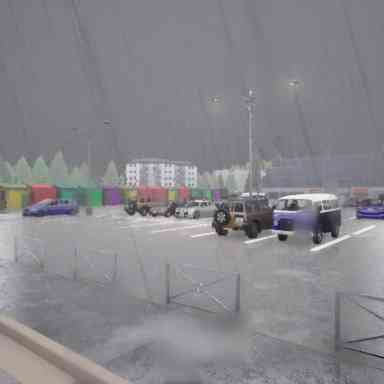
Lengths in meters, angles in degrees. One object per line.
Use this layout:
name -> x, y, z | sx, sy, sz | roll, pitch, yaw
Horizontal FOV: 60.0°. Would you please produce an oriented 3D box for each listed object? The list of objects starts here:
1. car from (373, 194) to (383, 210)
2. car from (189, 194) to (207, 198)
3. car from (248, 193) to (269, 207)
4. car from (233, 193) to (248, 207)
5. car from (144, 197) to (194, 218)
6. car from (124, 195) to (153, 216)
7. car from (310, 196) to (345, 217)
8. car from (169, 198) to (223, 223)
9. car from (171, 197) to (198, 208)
car -> 27.454, 1.212, 46.998 | 1.905, 1.878, 3.866 | 0, 0, 39
car -> 1.171, 1.209, 45.671 | 1.932, 1.855, 4.605 | 0, 0, 39
car -> 12.171, 1.211, 59.308 | 1.905, 1.878, 3.866 | 0, 0, 39
car -> 9.927, 1.451, 61.137 | 1.970, 1.475, 3.806 | 0, 0, 39
car -> -1.864, 1.419, 28.821 | 1.784, 1.438, 3.905 | 0, 0, 39
car -> -3.982, 1.209, 30.469 | 1.932, 1.855, 4.605 | 0, 0, 39
car -> 14.367, 1.451, 35.117 | 1.970, 1.475, 3.806 | 0, 0, 39
car -> 0.387, 1.451, 27.000 | 1.970, 1.475, 3.806 | 0, 0, 39
car -> -1.041, 1.419, 47.542 | 1.784, 1.438, 3.905 | 0, 0, 39
